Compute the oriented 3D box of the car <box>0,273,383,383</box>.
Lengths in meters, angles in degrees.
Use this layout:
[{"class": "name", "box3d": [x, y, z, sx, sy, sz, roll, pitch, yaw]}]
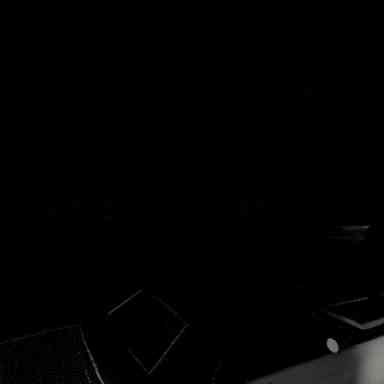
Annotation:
[{"class": "car", "box3d": [0.597, 1.601, 3.479, 4.718, 1.301, 1.895, 0, 0, -28]}]
